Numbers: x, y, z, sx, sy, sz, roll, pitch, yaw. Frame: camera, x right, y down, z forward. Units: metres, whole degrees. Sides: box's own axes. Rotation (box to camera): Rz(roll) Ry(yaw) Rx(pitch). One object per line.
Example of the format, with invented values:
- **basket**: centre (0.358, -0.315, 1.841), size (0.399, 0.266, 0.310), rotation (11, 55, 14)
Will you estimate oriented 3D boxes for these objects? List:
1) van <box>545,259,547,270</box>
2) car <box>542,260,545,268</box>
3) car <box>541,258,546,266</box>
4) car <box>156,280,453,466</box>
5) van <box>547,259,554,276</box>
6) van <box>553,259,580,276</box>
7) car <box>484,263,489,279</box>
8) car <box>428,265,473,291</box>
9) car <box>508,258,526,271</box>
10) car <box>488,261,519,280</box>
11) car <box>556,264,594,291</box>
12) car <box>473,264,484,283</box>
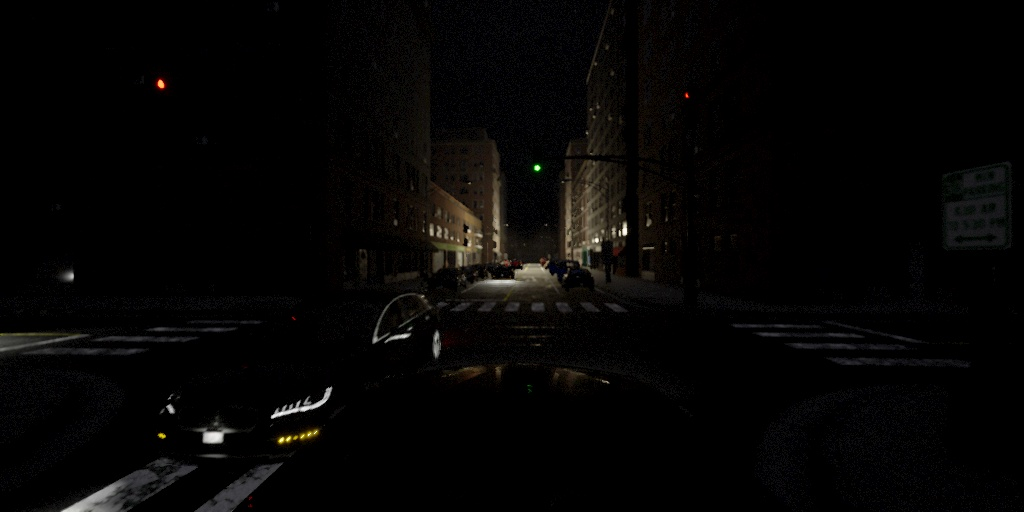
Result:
- **van**: centre (5.427, 1.279, 44.971), size (1.690, 1.789, 3.998), rotation (0, 0, 4)
- **car**: centre (6.129, 1.568, 56.314), size (1.802, 1.307, 4.207), rotation (0, 0, 4)
- **car**: centre (6.490, 1.535, 62.155), size (1.751, 1.417, 4.829), rotation (0, 0, 4)
- **car**: centre (-2.415, 1.316, 5.501), size (1.837, 1.490, 4.892), rotation (0, 0, 4)
- **van**: centre (5.076, 1.255, 39.299), size (1.690, 1.789, 3.998), rotation (0, 0, 4)
- **van**: centre (4.375, 1.205, 27.956), size (1.690, 1.789, 3.998), rotation (0, 0, 4)
- **car**: centre (-3.284, 1.469, 34.123), size (1.948, 1.339, 4.313), rotation (0, 0, 4)
- **car**: centre (-3.986, 1.418, 22.780), size (1.948, 1.339, 4.313), rotation (0, 0, 4)
- **car**: centre (0.641, 1.309, 54.873), size (2.097, 1.767, 4.553), rotation (0, 0, 4)
- **car**: centre (-0.718, 1.462, 32.929), size (1.994, 1.385, 4.181), rotation (0, 0, 4)
- **car**: centre (4.024, 1.390, 22.285), size (2.007, 1.370, 4.403), rotation (0, 0, 4)
- **car**: centre (-3.635, 1.460, 28.451), size (1.802, 1.307, 4.207), rotation (0, 0, 4)
